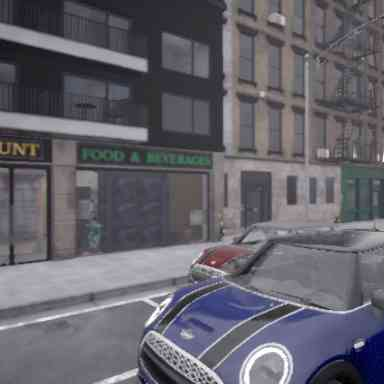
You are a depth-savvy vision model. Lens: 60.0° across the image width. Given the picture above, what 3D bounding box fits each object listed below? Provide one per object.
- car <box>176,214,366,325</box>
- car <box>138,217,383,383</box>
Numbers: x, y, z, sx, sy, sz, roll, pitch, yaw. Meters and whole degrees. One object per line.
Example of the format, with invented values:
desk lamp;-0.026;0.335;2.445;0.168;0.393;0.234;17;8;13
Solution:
car;1.900;1.420;7.543;4.097;1.590;1.967;0;0;-36
car;1.622;1.339;4.225;4.553;1.767;2.097;0;0;-35
